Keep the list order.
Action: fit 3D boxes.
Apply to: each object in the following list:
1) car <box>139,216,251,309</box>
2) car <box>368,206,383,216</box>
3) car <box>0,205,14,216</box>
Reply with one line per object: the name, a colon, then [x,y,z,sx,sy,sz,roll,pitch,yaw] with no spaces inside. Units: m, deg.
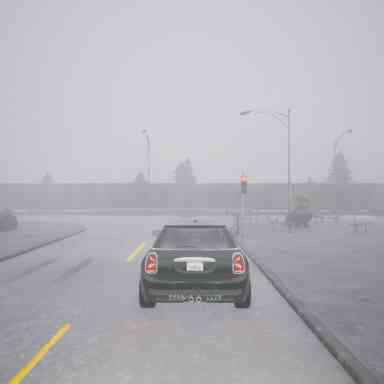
car: [0.075,1.352,8.061,2.097,1.767,4.553,0,0,1]
car: [19.316,1.547,30.640,5.357,1.411,2.033,0,0,0]
car: [-16.771,1.352,26.503,4.553,1.767,2.097,0,0,0]
